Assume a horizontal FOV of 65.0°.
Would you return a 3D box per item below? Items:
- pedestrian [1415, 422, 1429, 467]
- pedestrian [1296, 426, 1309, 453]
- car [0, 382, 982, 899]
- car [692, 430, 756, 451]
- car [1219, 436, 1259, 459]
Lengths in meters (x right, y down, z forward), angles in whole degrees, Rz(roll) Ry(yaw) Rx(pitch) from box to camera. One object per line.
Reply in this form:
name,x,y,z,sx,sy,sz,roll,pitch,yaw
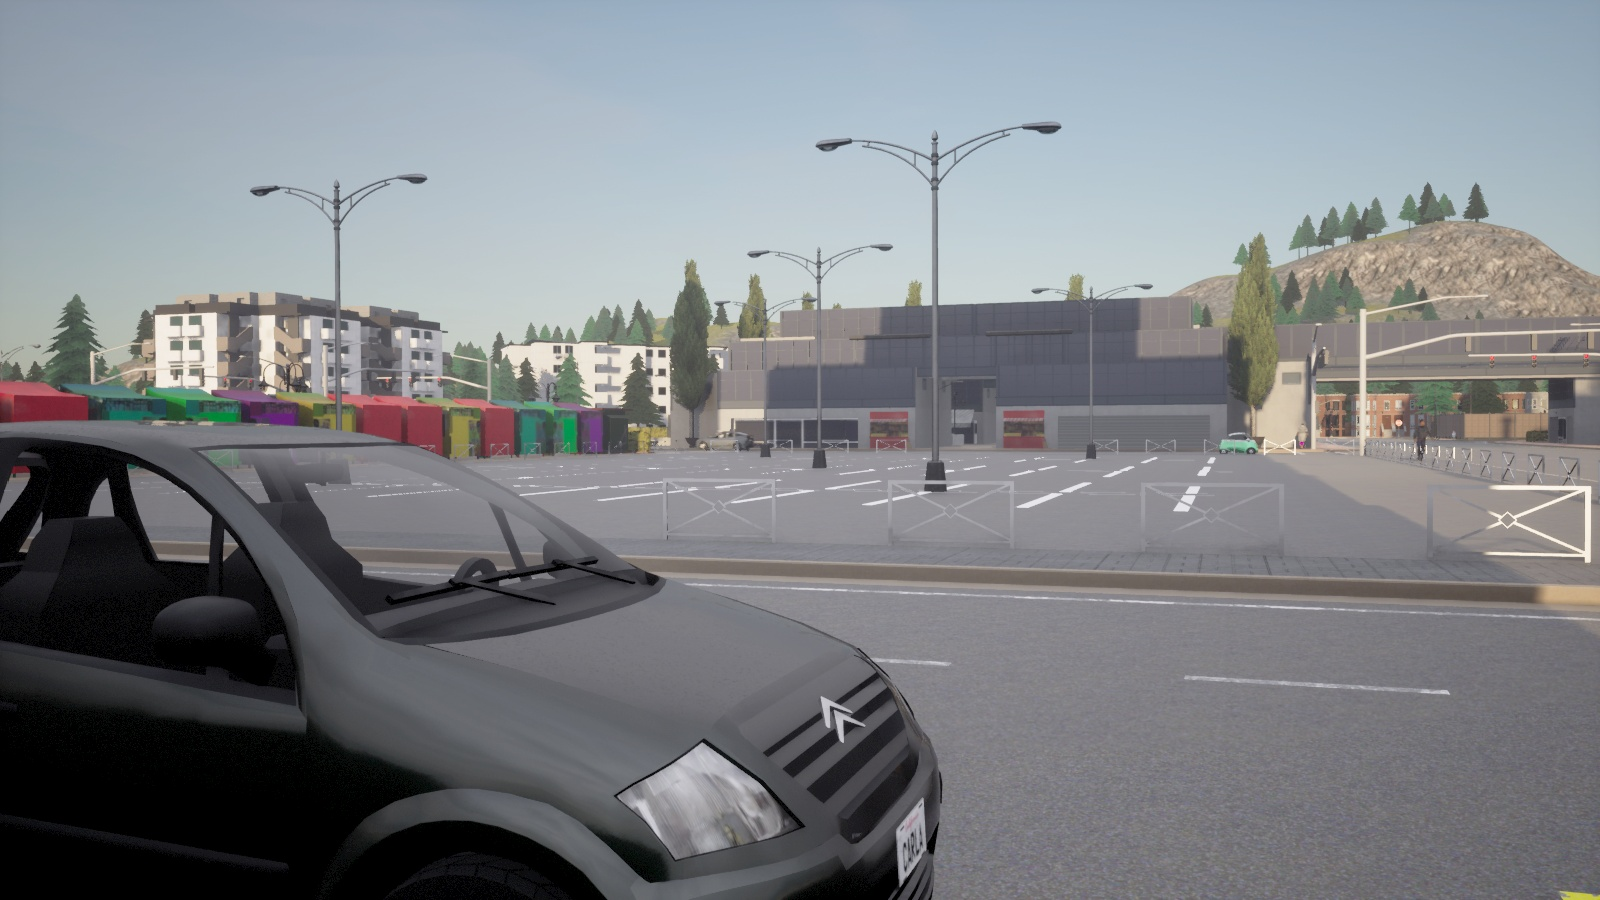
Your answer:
pedestrian,27.253,-0.239,55.057,0.423,1.949,0.788,1,1,18
pedestrian,35.444,-0.745,88.585,0.659,1.952,0.873,1,1,39
car,-1.613,0.659,3.733,3.988,1.617,1.851,1,1,19
car,-5.873,-0.748,97.098,4.514,1.525,2.007,1,1,20
car,25.909,-0.153,74.125,2.207,1.376,1.481,0,1,20
